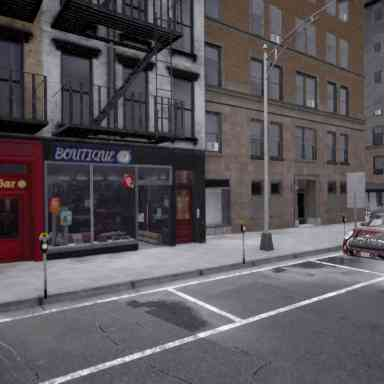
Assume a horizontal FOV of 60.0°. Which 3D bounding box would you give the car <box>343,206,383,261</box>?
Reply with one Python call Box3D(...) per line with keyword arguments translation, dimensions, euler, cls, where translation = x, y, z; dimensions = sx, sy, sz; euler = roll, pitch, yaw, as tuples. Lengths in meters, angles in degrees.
Box3D(translation=(7.051, 1.441, 11.606), dimensions=(4.097, 1.590, 1.967), euler=(0, -1, -36), cls="car")
